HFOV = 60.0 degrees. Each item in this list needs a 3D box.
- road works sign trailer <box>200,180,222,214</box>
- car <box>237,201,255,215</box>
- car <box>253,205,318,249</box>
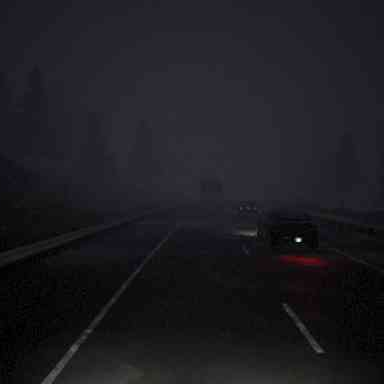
[{"bbox_3d":[2.138,0.480,36.342,2.380,3.560,2.880,0,0,7],"label":"road works sign trailer"},{"bbox_3d":[5.505,1.565,33.451,2.033,1.411,5.357,0,0,6],"label":"car"},{"bbox_3d":[4.061,1.514,14.705,1.837,1.490,4.892,0,0,3],"label":"car"}]
